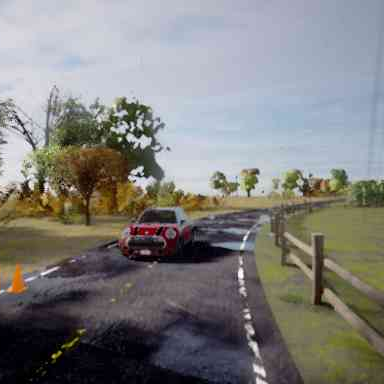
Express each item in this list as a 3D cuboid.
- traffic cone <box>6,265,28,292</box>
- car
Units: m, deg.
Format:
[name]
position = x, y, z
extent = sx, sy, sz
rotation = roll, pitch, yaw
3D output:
[traffic cone]
position = -4.082, 1.996, 7.783
extent = 0.340, 0.580, 0.340
rotation = 0, 0, 6
[car]
position = -1.239, 1.414, 13.236
extent = 2.097, 1.767, 4.553
rotation = 0, 0, 8
